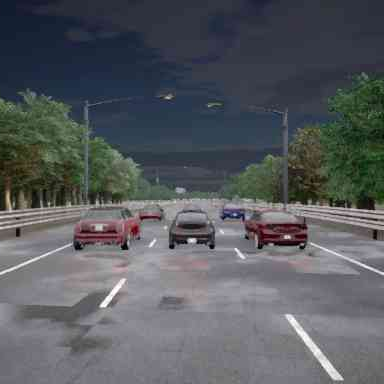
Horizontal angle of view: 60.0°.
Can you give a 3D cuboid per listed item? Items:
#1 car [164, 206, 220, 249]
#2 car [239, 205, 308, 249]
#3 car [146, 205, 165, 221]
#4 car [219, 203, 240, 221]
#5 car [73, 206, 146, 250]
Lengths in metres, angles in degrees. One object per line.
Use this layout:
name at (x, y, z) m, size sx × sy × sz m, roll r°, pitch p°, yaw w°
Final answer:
car at (0.000, 1.551, 14.655) m, size 1.837 × 1.490 × 4.892 m, roll 0°, pitch 0°, yaw 0°
car at (3.500, 1.519, 14.656) m, size 1.882 × 1.535 × 5.008 m, roll 0°, pitch 0°, yaw 0°
car at (-3.500, 1.826, 29.663) m, size 1.994 × 1.385 × 4.181 m, roll 0°, pitch -1°, yaw 0°
car at (3.500, 1.739, 29.666) m, size 1.882 × 1.535 × 5.008 m, roll 0°, pitch -1°, yaw 0°
car at (-3.500, 1.400, 14.626) m, size 2.097 × 1.767 × 4.553 m, roll 0°, pitch 0°, yaw 0°
